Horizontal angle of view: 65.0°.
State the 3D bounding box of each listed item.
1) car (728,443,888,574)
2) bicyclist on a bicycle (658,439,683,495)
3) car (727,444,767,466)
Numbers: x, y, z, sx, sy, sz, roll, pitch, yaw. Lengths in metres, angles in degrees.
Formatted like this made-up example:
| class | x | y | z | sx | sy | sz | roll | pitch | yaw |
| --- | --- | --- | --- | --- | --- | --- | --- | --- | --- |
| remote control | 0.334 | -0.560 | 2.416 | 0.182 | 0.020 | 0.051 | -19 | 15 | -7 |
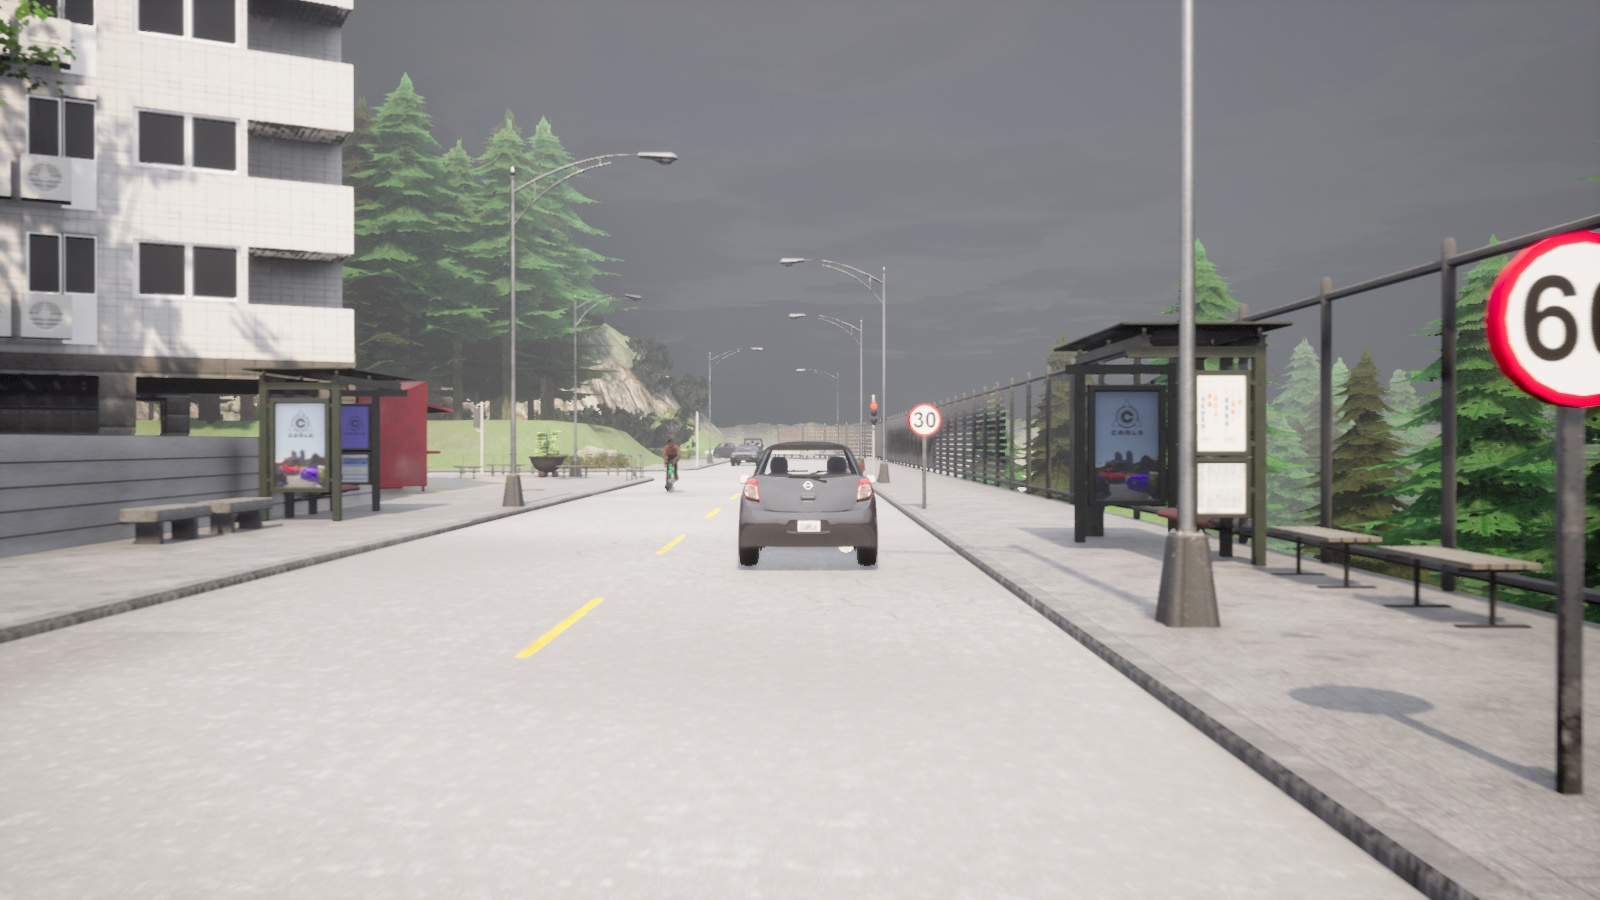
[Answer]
| class | x | y | z | sx | sy | sz | roll | pitch | yaw |
| --- | --- | --- | --- | --- | --- | --- | --- | --- | --- |
| car | 0.102 | 0.669 | 16.322 | 1.845 | 1.501 | 3.633 | 0 | 0 | 0 |
| bicyclist on a bicycle | -3.796 | 0.488 | 36.905 | 0.582 | 1.620 | 1.656 | 0 | 1 | 0 |
| car | -3.447 | 0.326 | 82.589 | 2.033 | 1.411 | 5.357 | 0 | 0 | 3 |
